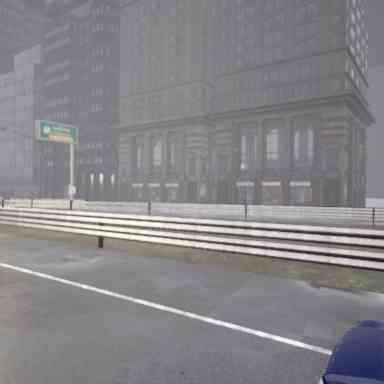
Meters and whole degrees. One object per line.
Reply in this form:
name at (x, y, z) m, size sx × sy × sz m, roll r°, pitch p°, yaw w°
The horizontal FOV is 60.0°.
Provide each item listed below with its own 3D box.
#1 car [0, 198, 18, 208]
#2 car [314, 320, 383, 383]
car at (-26.550, 1.558, 45.901) m, size 5.357 × 1.411 × 2.033 m, roll 0°, pitch 0°, yaw 18°
car at (3.127, 1.606, 1.761) m, size 4.718 × 1.301 × 1.895 m, roll 0°, pitch 0°, yaw 36°
